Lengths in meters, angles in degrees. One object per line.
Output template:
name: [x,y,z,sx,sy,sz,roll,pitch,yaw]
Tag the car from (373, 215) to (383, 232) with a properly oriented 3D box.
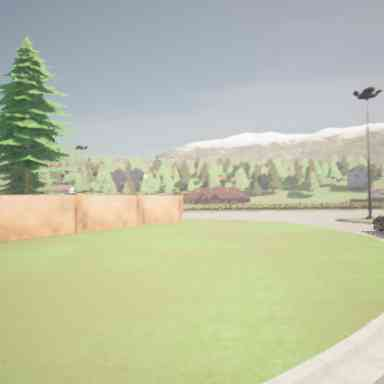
car: [12.264,1.705,19.115,2.128,1.511,4.902,-1,-1,4]
